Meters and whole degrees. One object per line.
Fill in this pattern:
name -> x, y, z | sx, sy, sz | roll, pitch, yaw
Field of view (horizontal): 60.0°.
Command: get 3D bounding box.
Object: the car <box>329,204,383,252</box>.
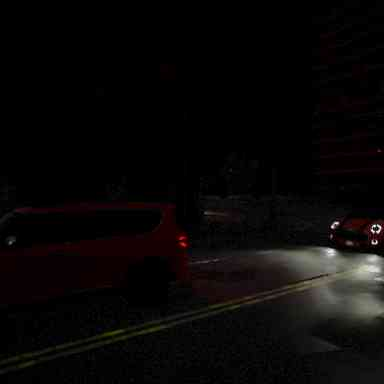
car -> 7.661, 1.307, 13.641 | 4.553, 1.767, 2.097 | 0, 0, -35

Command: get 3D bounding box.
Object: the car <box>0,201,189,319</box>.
car -> -2.672, 1.219, 6.369 | 5.566, 2.045, 2.150 | 0, 0, -35
